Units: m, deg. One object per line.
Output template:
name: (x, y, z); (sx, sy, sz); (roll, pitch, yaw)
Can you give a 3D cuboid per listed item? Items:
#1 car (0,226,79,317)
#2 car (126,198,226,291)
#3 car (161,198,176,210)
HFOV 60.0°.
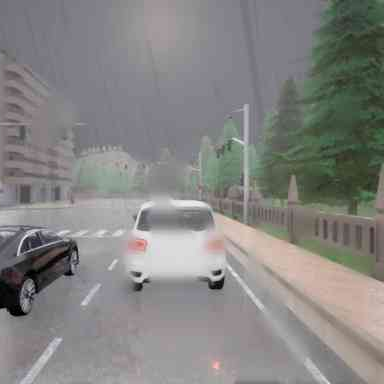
car: (-3.971, 1.492, 7.405); (2.128, 1.511, 4.902); (0, 0, -3)
car: (-0.480, 1.221, 9.186); (2.150, 2.045, 5.566); (0, 0, -4)
car: (-3.166, 1.526, 44.422); (1.812, 1.442, 4.674); (0, 0, -4)
